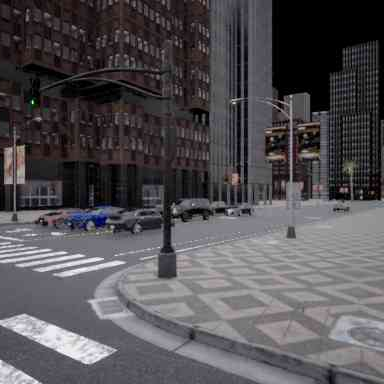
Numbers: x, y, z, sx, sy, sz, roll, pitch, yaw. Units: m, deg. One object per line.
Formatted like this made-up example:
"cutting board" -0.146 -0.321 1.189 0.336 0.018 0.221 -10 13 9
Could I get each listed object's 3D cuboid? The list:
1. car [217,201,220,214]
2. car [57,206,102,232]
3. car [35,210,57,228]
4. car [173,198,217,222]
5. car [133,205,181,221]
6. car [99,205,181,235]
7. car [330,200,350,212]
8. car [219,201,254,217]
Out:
"car" 2.542 1.872 40.226 2.097 1.767 4.553 0 -1 35
"car" -6.086 1.717 22.350 1.882 1.535 5.008 0 -1 35
"car" -8.951 1.794 23.922 1.994 1.385 4.181 0 -1 36
"car" -0.313 1.606 30.544 2.150 2.045 5.566 0 -1 35
"car" -3.281 1.974 31.975 1.895 1.301 4.718 0 -1 35
"car" -3.067 1.754 20.644 1.837 1.490 4.892 0 -1 35
"car" 24.183 2.429 53.678 2.033 1.411 5.357 0 -1 34
"car" 5.612 2.026 38.935 2.128 1.511 4.902 0 -1 35
